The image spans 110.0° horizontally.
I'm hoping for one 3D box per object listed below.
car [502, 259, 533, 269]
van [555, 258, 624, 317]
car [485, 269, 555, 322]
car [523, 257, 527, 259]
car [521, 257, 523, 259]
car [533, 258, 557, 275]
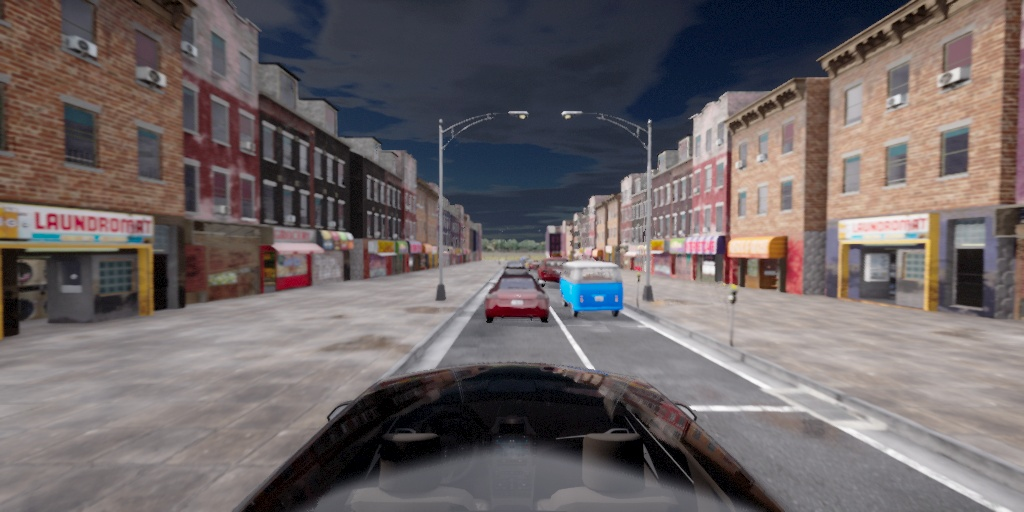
[{"bbox_3d":[0.272,1.208,28.182,2.128,1.511,4.902,0,0,0],"label":"car"},{"bbox_3d":[2.699,1.086,12.854,1.690,1.789,3.998,0,0,0],"label":"van"},{"bbox_3d":[0.161,1.300,12.289,1.994,1.385,4.181,0,0,0],"label":"car"},{"bbox_3d":[3.009,1.216,57.282,1.751,1.417,4.829,0,0,0],"label":"car"},{"bbox_3d":[3.047,1.235,62.645,2.007,1.370,4.403,0,0,0],"label":"car"},{"bbox_3d":[2.776,1.046,23.919,2.192,1.841,5.009,0,0,0],"label":"car"}]
